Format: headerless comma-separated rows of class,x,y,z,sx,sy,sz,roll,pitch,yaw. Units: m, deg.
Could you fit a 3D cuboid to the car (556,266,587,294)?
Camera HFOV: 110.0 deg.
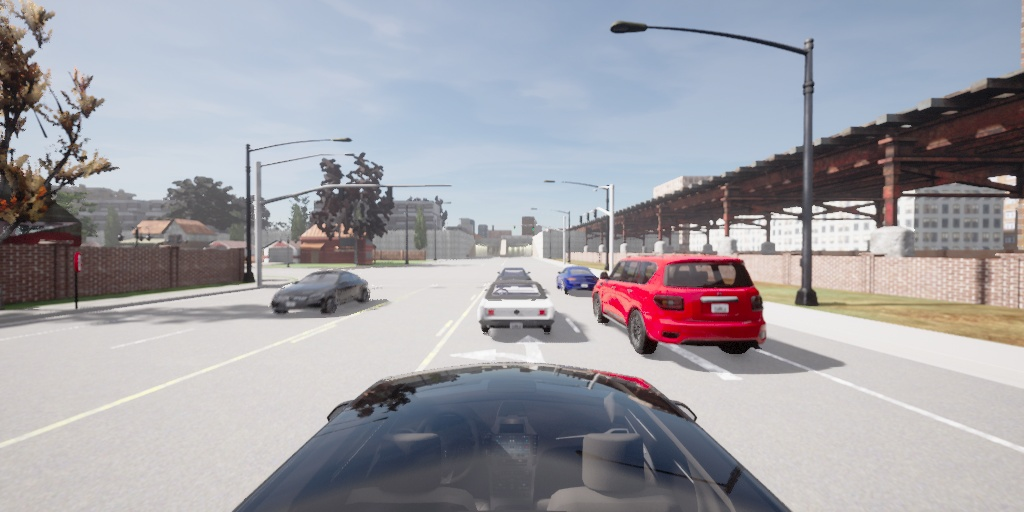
car,3.608,1.293,20.172,1.812,1.442,4.674,0,0,0

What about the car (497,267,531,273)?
car,0.104,1.331,20.259,1.994,1.385,4.181,0,0,0

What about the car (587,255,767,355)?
car,3.605,0.995,8.918,2.150,2.045,5.566,0,0,0

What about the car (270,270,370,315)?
car,-7.066,1.294,13.796,1.812,1.442,4.674,0,0,0

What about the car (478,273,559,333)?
car,0.104,1.372,10.786,1.895,1.301,4.718,0,0,0
